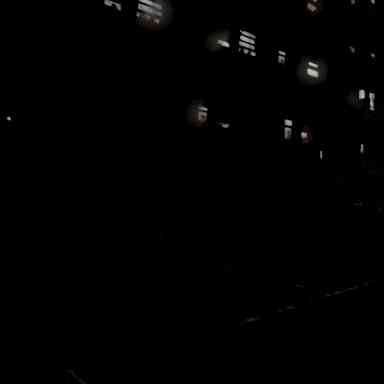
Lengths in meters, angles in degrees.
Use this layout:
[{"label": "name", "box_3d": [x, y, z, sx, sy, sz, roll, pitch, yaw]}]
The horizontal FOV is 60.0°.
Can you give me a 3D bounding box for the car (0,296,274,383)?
[{"label": "car", "box_3d": [-1.724, 1.601, 2.149, 4.718, 1.301, 1.895, 0, 0, -35]}]
